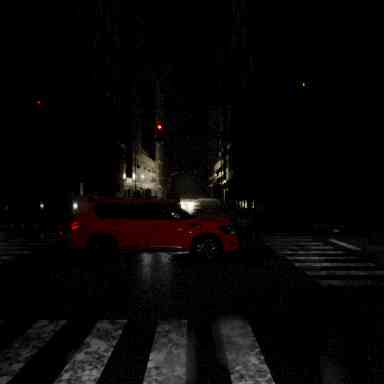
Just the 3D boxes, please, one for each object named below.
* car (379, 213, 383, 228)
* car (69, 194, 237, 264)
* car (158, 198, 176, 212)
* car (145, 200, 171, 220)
[{"bbox_3d":[12.338,1.282,16.892,5.009,1.841,2.192,0,0,0],"label":"car"},{"bbox_3d":[-1.288,1.223,11.417,5.566,2.045,2.150,0,0,0],"label":"car"},{"bbox_3d":[-2.864,1.511,39.152,1.812,1.442,4.674,0,0,0],"label":"car"},{"bbox_3d":[-2.865,1.496,29.285,1.837,1.490,4.892,0,0,0],"label":"car"}]
